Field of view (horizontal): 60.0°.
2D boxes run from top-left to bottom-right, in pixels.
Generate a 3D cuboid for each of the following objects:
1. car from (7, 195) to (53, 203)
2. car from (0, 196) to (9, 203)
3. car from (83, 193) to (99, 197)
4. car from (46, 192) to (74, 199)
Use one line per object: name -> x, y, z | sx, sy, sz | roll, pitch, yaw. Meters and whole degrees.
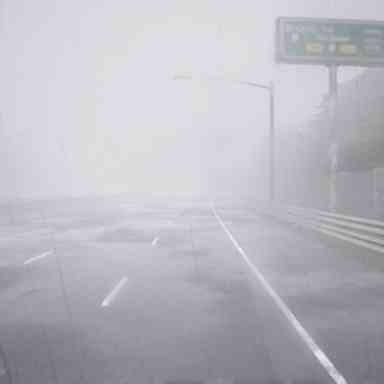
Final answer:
car -> -17.023, 1.290, 35.221 | 1.895, 1.301, 4.718 | 0, 1, 2
car -> -20.466, 1.157, 36.738 | 2.128, 1.511, 4.902 | 0, 1, 2
car -> -16.212, 0.881, 54.287 | 1.895, 1.301, 4.718 | 0, 2, 3
car -> -19.881, 0.853, 51.314 | 2.128, 1.511, 4.902 | 0, 2, 3
